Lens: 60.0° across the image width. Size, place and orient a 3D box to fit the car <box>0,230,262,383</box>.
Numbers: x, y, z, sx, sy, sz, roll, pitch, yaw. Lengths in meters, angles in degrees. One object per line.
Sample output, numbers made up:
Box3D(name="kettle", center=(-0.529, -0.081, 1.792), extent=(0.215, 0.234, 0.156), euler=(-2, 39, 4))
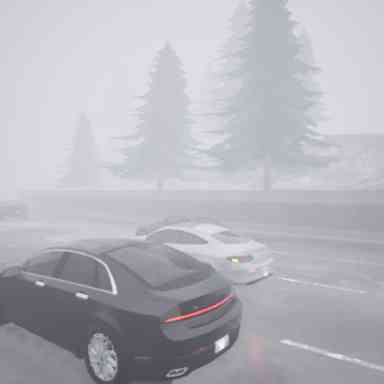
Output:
Box3D(name="car", center=(-1.570, 1.500, 5.342), extent=(4.892, 1.490, 1.837), euler=(0, 0, 38))

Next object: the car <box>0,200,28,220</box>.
Box3D(name="car", center=(-15.159, 1.415, 27.555), extent=(1.882, 1.535, 5.008), euler=(0, 0, -42))

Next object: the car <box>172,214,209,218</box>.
Box3D(name="car", center=(-0.363, 1.566, 13.321), extent=(4.181, 1.385, 1.994), euler=(0, 0, 39))

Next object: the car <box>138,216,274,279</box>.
Box3D(name="car", center=(-0.206, 1.528, 8.699), extent=(4.674, 1.442, 1.812), euler=(0, 0, 38))
